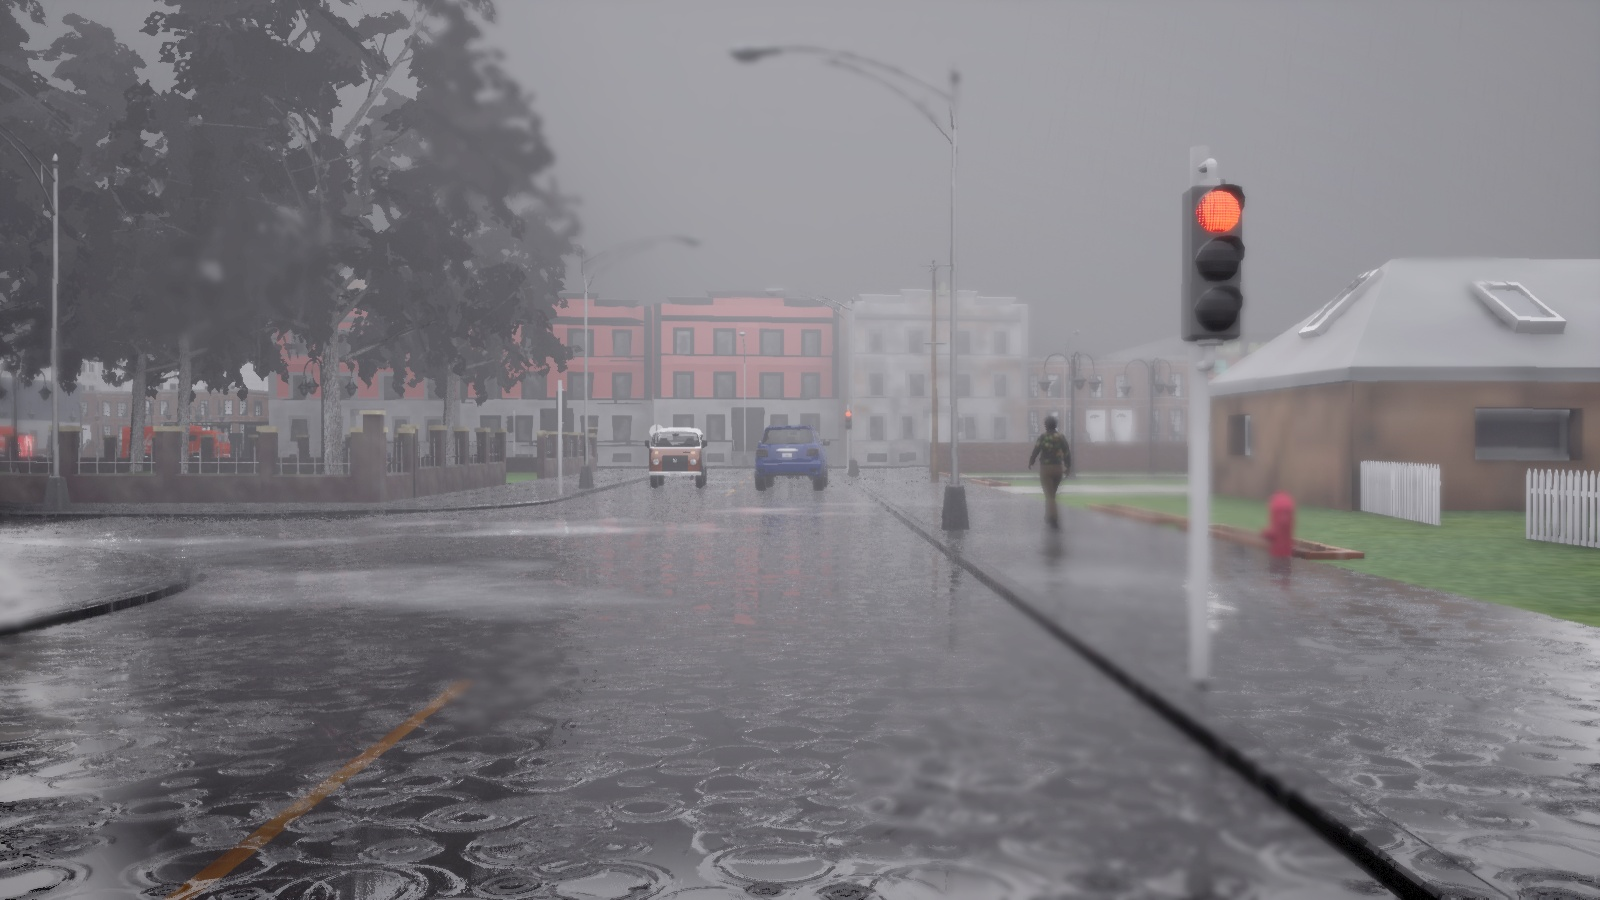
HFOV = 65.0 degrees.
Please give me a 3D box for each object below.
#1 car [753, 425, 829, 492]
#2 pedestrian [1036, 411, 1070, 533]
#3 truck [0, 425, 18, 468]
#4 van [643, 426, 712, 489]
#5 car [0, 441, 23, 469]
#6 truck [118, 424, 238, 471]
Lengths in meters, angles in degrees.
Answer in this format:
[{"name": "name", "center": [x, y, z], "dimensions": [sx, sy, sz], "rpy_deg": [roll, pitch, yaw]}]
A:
[{"name": "car", "center": [-0.219, 0.234, 40.900], "dimensions": [2.150, 2.045, 5.566], "rpy_deg": [0, 0, 3]}, {"name": "pedestrian", "center": [4.083, 0.345, 20.290], "dimensions": [0.395, 1.930, 0.692], "rpy_deg": [0, 0, -1]}, {"name": "truck", "center": [-48.704, -0.190, 72.728], "dimensions": [5.204, 2.467, 2.627], "rpy_deg": [0, 0, 0]}, {"name": "van", "center": [-4.137, 0.224, 42.958], "dimensions": [2.069, 2.038, 4.480], "rpy_deg": [0, 0, -2]}, {"name": "car", "center": [-45.671, 0.278, 68.739], "dimensions": [4.902, 1.511, 2.128], "rpy_deg": [0, 0, 0]}, {"name": "truck", "center": [-33.999, -0.148, 68.771], "dimensions": [5.204, 2.467, 2.627], "rpy_deg": [-1, 0, 0]}]
